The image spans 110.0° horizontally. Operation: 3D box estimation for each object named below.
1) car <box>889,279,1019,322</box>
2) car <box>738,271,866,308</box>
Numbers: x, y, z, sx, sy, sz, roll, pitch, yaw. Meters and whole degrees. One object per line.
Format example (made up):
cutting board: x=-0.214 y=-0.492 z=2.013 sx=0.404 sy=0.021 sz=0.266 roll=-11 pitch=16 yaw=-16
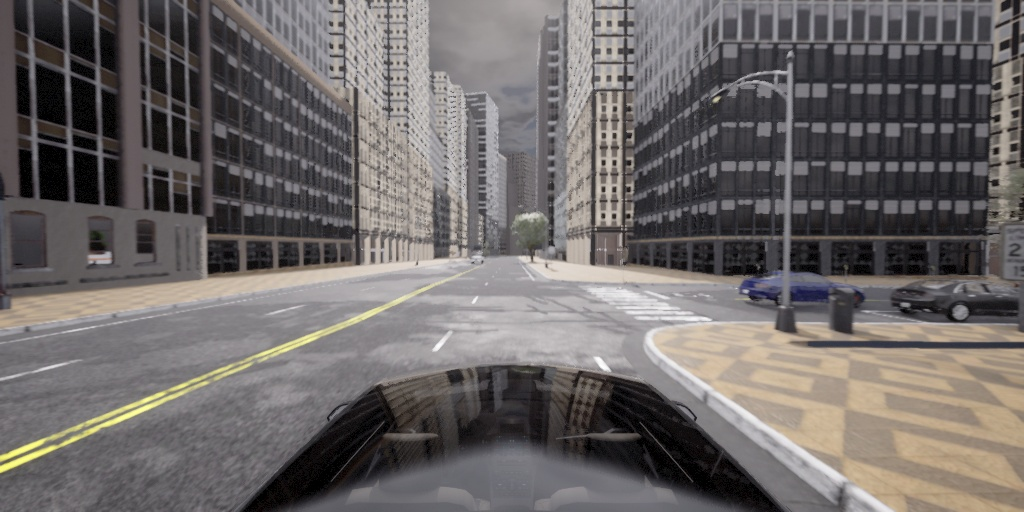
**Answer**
car: x=15.917 y=1.488 z=12.564 sx=4.403 sy=1.370 sz=2.007 roll=0 pitch=0 yaw=-1
car: x=12.253 y=1.359 z=15.320 sx=4.674 sy=1.442 sz=1.812 roll=1 pitch=1 yaw=-1
